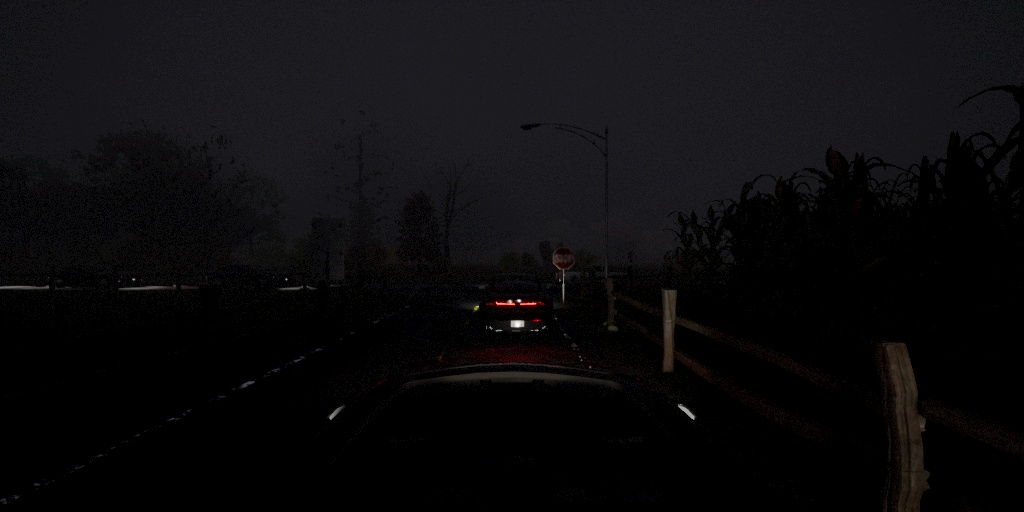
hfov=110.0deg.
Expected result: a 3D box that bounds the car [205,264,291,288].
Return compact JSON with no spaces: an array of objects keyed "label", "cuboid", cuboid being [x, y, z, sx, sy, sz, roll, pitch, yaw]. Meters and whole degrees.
[{"label":"car","cuboid":[-17.116,1.281,23.391,4.892,1.490,1.837,0,0,1]}]

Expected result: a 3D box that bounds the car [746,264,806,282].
[{"label":"car","cuboid":[18.909,1.254,25.817,5.357,1.411,2.033,0,0,1]}]

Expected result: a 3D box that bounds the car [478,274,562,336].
[{"label":"car","cuboid":[0.071,1.255,10.366,1.837,1.490,4.892,0,0,-1]}]

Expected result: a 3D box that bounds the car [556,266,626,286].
[{"label":"car","cuboid":[5.422,1.336,25.142,4.718,1.301,1.895,0,0,-13]}]

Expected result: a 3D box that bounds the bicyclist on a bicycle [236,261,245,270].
[{"label":"bicyclist on a bicycle","cuboid":[-22.402,1.241,29.442,0.582,1.620,1.656,0,0,1]}]

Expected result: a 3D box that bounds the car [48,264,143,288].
[{"label":"car","cuboid":[-27.249,1.294,23.540,4.892,1.490,1.837,0,0,0]}]
